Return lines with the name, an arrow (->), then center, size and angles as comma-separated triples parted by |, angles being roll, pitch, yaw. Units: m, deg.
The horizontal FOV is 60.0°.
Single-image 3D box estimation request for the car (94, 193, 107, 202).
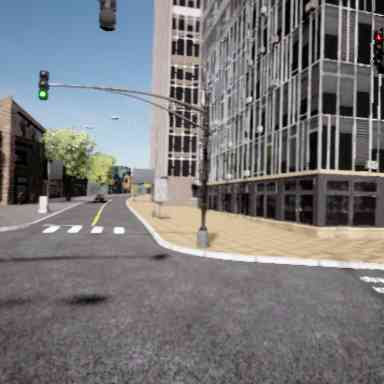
car -> -16.267, 1.005, 59.198 | 1.837, 1.490, 4.892 | 2, 0, -11
